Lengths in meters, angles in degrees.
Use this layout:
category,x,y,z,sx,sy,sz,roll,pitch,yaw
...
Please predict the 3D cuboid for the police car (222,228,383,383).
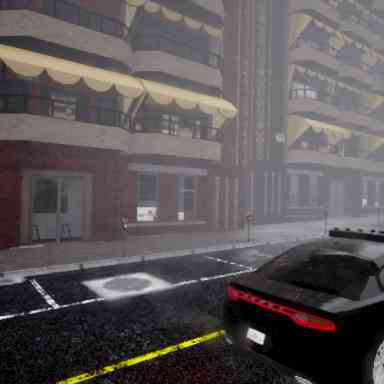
category,x,y,z,sx,sy,sz,roll,pitch,yaw
police car,2.829,1.428,5.298,5.238,1.638,1.930,0,0,-35
